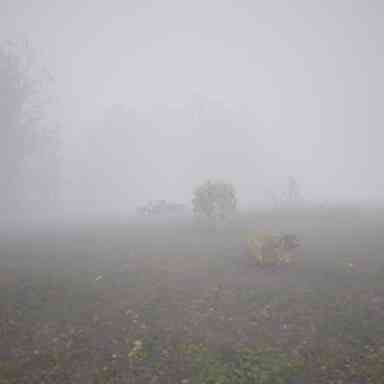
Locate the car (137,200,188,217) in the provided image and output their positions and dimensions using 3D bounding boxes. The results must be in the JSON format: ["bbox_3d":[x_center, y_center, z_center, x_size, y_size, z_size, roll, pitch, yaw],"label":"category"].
[{"bbox_3d":[-2.395,1.349,28.372,1.895,1.301,4.718,-1,0,35],"label":"car"}]
